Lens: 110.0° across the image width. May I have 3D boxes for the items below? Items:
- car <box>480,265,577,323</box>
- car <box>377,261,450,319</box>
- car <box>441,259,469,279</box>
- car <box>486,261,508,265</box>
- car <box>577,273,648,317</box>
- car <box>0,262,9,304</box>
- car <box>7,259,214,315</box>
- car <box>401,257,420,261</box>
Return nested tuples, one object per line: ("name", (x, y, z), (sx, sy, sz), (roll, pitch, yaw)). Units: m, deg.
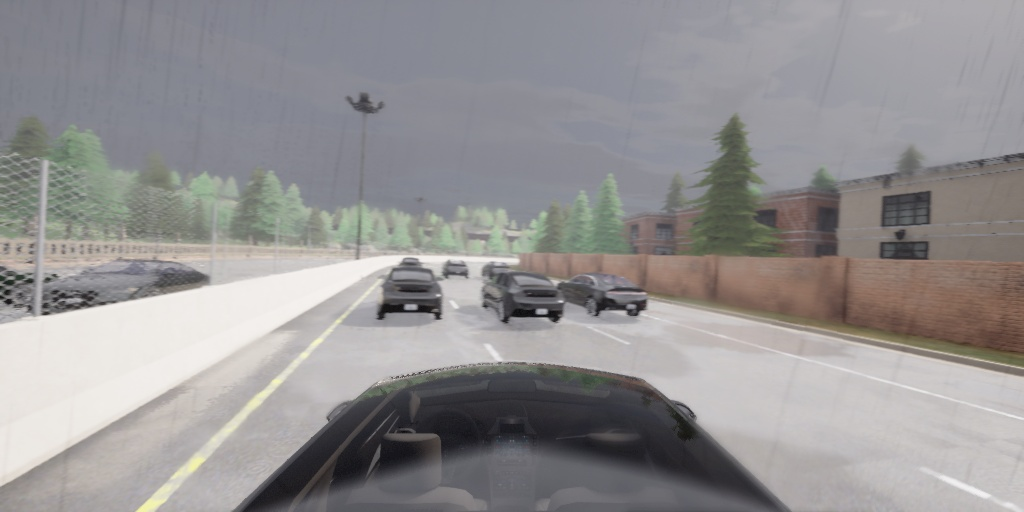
("car", (0.179, 1.270, 12.282), (1.837, 1.490, 4.892), (3, 0, -16))
("car", (-3.350, 1.087, 11.909), (1.837, 1.490, 4.892), (3, 0, -16))
("car", (-4.728, 1.015, 29.544), (2.128, 1.511, 4.902), (3, 0, -16))
("car", (-1.368, 1.190, 30.508), (2.128, 1.511, 4.902), (3, 0, -16))
("car", (3.280, 1.420, 14.162), (2.128, 1.511, 4.902), (3, 0, -16))
("car", (-13.324, 0.663, 7.897), (1.895, 1.301, 4.718), (3, 0, -16))
("car", (-10.255, 0.787, 9.889), (1.994, 1.385, 4.181), (3, 0, -16))
("car", (-8.119, 0.852, 28.688), (1.837, 1.490, 4.892), (3, 0, -16))
